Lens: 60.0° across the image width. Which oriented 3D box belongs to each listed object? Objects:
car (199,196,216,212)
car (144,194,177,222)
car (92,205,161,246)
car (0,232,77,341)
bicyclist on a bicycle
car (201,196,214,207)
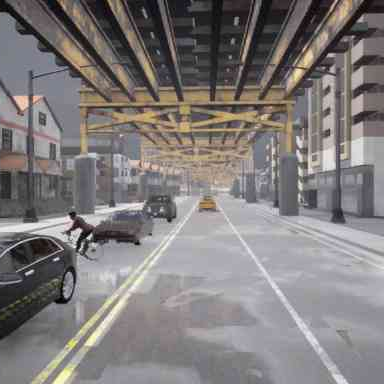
[{"bbox_3d":[1.772,1.391,38.194,1.882,1.535,5.008,0,0,3],"label":"car"},{"bbox_3d":[-2.464,1.204,26.228,2.150,2.045,5.566,0,0,3],"label":"car"},{"bbox_3d":[-2.976,1.547,15.713,2.033,1.411,5.357,0,0,3],"label":"car"},{"bbox_3d":[-3.473,1.505,5.412,1.837,1.490,4.892,0,0,2],"label":"car"},{"bbox_3d":[-3.682,1.455,10.766,1.656,1.620,0.582,-2,0,3],"label":"bicyclist on a bicycle"},{"bbox_3d":[2.237,1.316,48.590,1.837,1.490,4.892,0,1,3],"label":"car"}]
